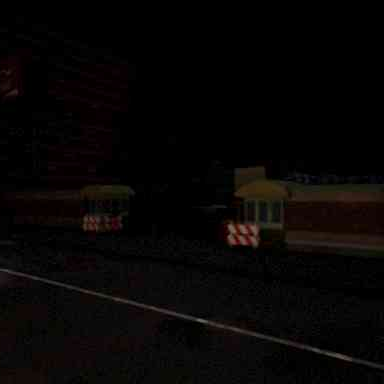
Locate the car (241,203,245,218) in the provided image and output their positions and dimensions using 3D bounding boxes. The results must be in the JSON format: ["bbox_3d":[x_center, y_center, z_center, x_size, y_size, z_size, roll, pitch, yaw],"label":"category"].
[{"bbox_3d":[3.592,1.498,29.411,4.193,1.474,1.816,-1,0,35],"label":"car"}]

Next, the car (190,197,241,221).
[{"bbox_3d":[1.654,1.313,27.352,3.866,1.878,1.905,-1,0,35],"label":"car"}]
